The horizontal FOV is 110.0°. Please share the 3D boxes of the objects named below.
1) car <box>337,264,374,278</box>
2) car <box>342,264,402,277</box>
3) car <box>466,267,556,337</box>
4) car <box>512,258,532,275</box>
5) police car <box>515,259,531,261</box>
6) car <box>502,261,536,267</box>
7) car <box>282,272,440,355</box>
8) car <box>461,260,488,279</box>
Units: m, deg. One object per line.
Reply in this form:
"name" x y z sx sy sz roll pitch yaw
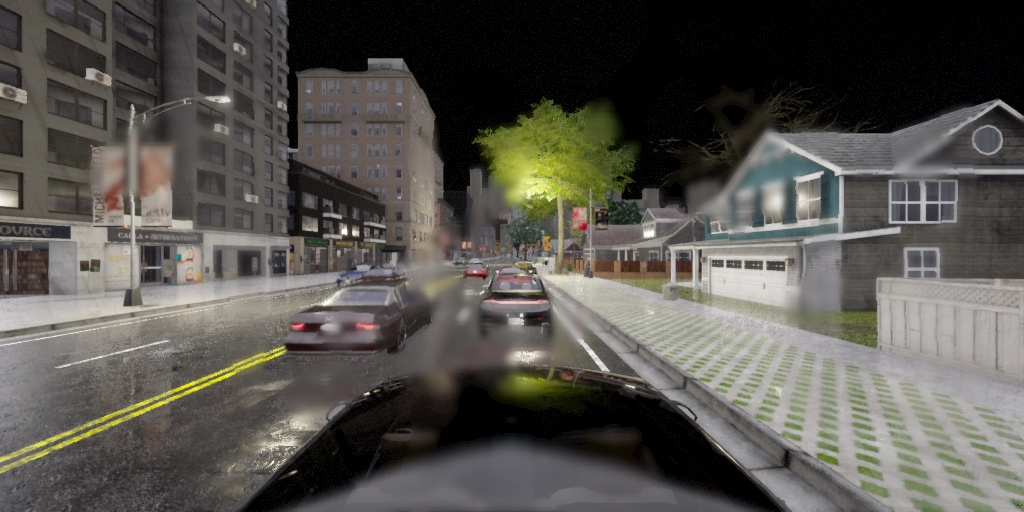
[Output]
"car" -9.825 1.261 23.801 1.812 1.442 4.674 0 0 0
"car" -6.581 1.305 18.350 1.994 1.385 4.181 0 0 0
"car" 0.112 1.238 10.296 2.128 1.511 4.902 0 0 0
"car" 1.016 1.065 39.389 2.097 1.767 4.553 0 0 0
"police car" 1.006 1.153 29.529 1.930 1.638 5.238 0 0 0
"car" 0.120 1.217 19.800 1.882 1.535 5.008 0 0 0
"car" -3.141 1.295 8.735 2.033 1.411 5.357 0 0 0
"car" -3.115 1.289 32.280 1.994 1.385 4.181 0 0 0
